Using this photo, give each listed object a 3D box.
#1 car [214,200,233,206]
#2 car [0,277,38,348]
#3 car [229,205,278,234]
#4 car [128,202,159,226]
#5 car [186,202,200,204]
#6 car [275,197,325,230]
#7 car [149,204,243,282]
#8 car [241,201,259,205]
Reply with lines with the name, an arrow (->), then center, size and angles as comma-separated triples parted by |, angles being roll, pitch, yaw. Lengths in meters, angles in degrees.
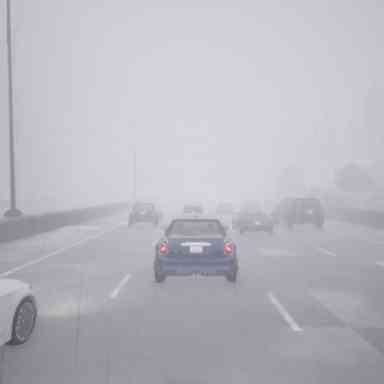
car -> 3.593, 1.646, 38.089 | 1.882, 1.535, 5.008 | 0, 0, 0
car -> -3.400, 1.550, 3.461 | 1.812, 1.442, 4.674 | 0, 0, 0
car -> 3.596, 1.696, 20.280 | 1.994, 1.385, 4.181 | 0, 0, 0
car -> -3.405, 1.506, 25.167 | 2.097, 1.767, 4.553 | 0, 0, 0
car -> 0.094, 1.647, 31.876 | 1.882, 1.535, 5.008 | 0, 0, 0
car -> 7.095, 1.365, 22.676 | 2.150, 2.045, 5.566 | 0, 0, 0
car -> 0.098, 1.422, 10.168 | 2.097, 1.767, 4.553 | 0, 0, 0
car -> 7.092, 1.728, 40.731 | 1.994, 1.385, 4.181 | 0, 0, 0
